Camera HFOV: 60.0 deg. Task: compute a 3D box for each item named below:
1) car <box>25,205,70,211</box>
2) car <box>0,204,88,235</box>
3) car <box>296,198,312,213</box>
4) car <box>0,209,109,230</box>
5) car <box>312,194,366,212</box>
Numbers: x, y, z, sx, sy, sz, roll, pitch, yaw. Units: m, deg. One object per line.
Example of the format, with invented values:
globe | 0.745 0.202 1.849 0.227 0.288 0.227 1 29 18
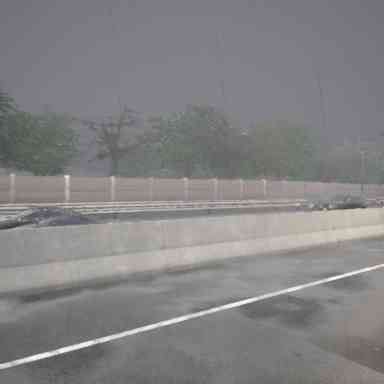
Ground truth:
car | -7.331 1.502 15.954 4.892 1.490 1.837 0 0 -35
car | -8.660 1.522 19.305 4.674 1.442 1.812 0 0 -35
car | 12.904 1.330 34.550 4.553 1.767 2.097 0 0 -35
car | -5.227 1.561 13.155 4.181 1.385 1.994 0 0 -35
car | 14.062 1.200 31.096 5.566 2.045 2.150 0 0 -35
